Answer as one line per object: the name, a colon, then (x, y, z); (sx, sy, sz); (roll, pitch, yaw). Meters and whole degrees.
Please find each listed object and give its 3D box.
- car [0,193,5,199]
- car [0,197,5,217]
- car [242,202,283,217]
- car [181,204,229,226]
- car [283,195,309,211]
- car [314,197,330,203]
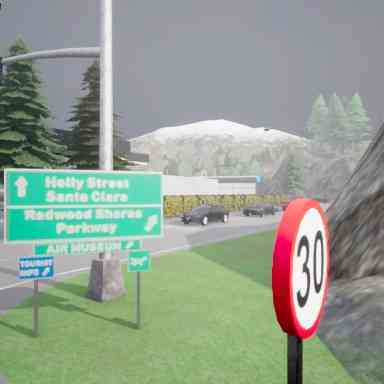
car: (-38.508, 1.489, 69.971); (4.514, 1.523, 2.007); (0, 0, 35)
car: (-12.314, 1.504, 26.023); (1.905, 1.878, 3.866); (0, 0, 35)
car: (7.169, 1.739, 34.222); (2.033, 1.411, 5.357); (0, 0, 36)
car: (1.112, 1.696, 25.903); (1.837, 1.490, 4.892); (0, 0, 36)
car: (13.466, 1.413, 42.792); (2.150, 2.045, 5.566); (0, 0, 36)
car: (28.344, 1.787, 74.860); (1.895, 1.301, 4.718); (0, 0, -42)
